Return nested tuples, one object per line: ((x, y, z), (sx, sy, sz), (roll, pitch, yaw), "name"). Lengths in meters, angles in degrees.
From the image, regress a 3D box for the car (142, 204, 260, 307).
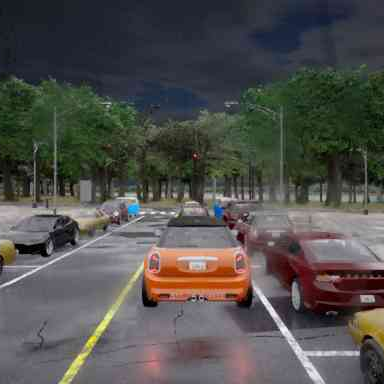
((0.104, 1.352, 8.136), (2.097, 1.767, 4.553), (0, 0, 0), "car")

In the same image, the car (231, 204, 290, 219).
((2.769, 1.441, 12.902), (1.967, 1.590, 4.097), (0, 0, 0), "car")

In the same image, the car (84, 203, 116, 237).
((-5.753, 1.527, 18.175), (1.752, 1.417, 4.829), (0, 0, 0), "car")

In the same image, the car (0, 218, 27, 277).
((-5.760, 1.526, 7.300), (1.752, 1.417, 4.829), (0, 0, 0), "car")

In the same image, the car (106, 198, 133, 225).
((-5.749, 1.443, 23.783), (1.967, 1.590, 4.097), (0, 0, 0), "car")

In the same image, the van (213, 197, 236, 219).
((2.780, 1.346, 29.215), (1.690, 1.788, 3.998), (0, 0, 0), "van")

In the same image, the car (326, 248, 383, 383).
((2.762, 1.525, 2.196), (1.752, 1.417, 4.829), (0, 0, 0), "car")

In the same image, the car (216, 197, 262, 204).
((2.772, 1.317, 18.340), (2.192, 1.841, 5.009), (0, 0, 0), "car")

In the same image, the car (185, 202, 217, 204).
((0.109, 1.493, 17.350), (2.128, 1.511, 4.902), (0, 0, 0), "car")

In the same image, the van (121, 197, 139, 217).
((-5.746, 1.346, 29.220), (1.690, 1.788, 3.998), (0, 0, 0), "van")

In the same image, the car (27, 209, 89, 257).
((-5.756, 1.567, 12.907), (1.947, 1.339, 4.313), (0, 0, 0), "car")

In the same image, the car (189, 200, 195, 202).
((0.015, 1.461, 27.295), (1.801, 1.575, 5.366), (0, 0, 1), "car")

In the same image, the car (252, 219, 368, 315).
((2.765, 1.545, 7.464), (1.887, 1.381, 4.507), (0, 0, 0), "car")
